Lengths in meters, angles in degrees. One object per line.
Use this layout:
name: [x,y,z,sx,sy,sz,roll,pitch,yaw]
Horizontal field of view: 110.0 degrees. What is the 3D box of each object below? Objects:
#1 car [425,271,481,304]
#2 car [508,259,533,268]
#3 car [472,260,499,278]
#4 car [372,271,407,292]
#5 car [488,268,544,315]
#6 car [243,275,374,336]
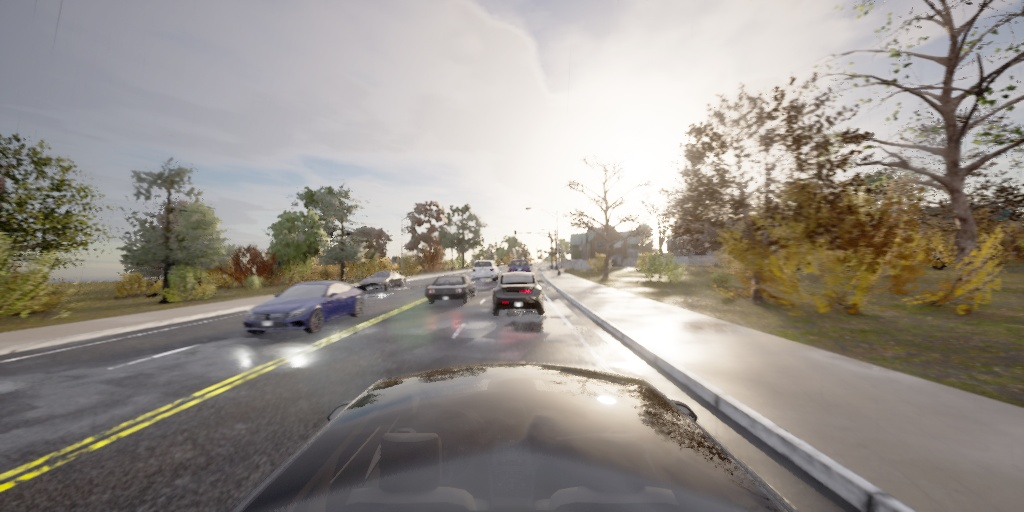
car: [-2.939,1.626,18.311,1.895,1.301,4.718,-1,-1,1]
car: [0.786,1.345,34.274,2.150,2.045,5.566,-1,-1,2]
car: [-2.462,1.426,34.363,2.150,2.045,5.566,-1,-1,2]
car: [-9.444,1.832,26.671,2.033,1.411,5.357,-1,-1,2]
car: [0.245,1.407,14.467,1.837,1.490,4.892,-1,-1,1]
car: [-6.490,1.556,11.860,1.812,1.442,4.674,-1,-1,0]
